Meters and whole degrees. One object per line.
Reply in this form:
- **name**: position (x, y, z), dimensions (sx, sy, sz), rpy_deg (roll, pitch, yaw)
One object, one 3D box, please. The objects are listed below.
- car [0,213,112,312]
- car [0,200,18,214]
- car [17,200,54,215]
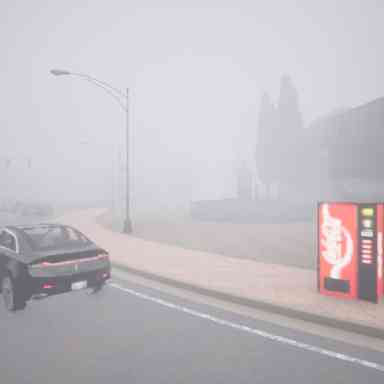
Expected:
- **car**: position (-3.741, 1.492, 7.827), dimensions (2.128, 1.511, 4.902), rpy_deg (0, 0, -44)
- **car**: position (-18.463, 1.547, 34.299), dimensions (2.033, 1.411, 5.357), rpy_deg (0, 0, -7)
- **car**: position (-14.230, 1.564, 30.893), dimensions (1.994, 1.385, 4.181), rpy_deg (0, 0, -10)
